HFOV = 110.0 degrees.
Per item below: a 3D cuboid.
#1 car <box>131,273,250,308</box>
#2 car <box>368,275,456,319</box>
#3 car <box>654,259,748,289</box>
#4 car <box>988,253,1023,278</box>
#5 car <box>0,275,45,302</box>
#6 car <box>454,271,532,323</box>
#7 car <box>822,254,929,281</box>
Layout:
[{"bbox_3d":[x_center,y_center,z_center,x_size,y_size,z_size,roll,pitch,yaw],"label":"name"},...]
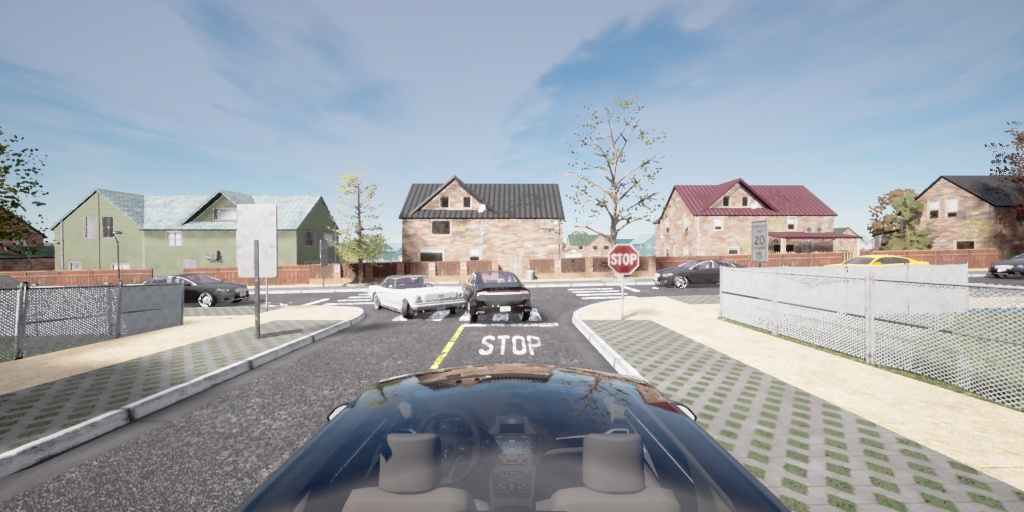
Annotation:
[{"bbox_3d":[-14.906,1.567,16.571,4.902,1.511,2.128,-1,1,0],"label":"car"},{"bbox_3d":[-3.605,1.368,13.078,1.895,1.301,4.718,0,0,-38],"label":"car"},{"bbox_3d":[10.326,0.926,19.630,4.902,1.511,2.128,-1,1,0],"label":"car"},{"bbox_3d":[29.381,0.478,19.706,4.902,1.511,2.128,-1,1,0],"label":"car"},{"bbox_3d":[-24.243,1.648,16.528,4.553,1.767,2.097,-1,1,0],"label":"car"},{"bbox_3d":[-0.690,1.243,12.219,2.128,1.511,4.902,0,0,-12],"label":"car"},{"bbox_3d":[19.756,0.691,19.668,5.008,1.535,1.882,-1,1,-1],"label":"car"}]
